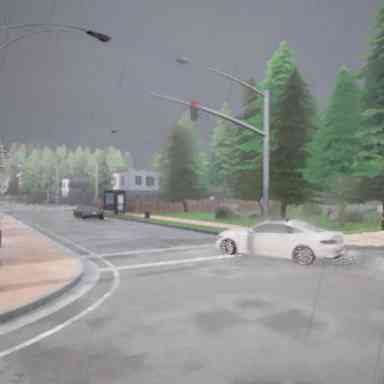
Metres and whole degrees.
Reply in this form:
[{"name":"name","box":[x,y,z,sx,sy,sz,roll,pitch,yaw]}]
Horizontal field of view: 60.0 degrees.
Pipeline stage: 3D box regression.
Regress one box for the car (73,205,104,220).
[{"name":"car","box":[-9.997,1.905,31.951,1.994,1.385,4.181,1,-1,-33]}]

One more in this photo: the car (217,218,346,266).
[{"name":"car","box":[3.117,1.705,12.252,4.674,1.442,1.812,0,1,37]}]
